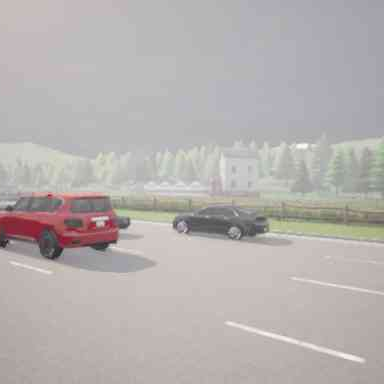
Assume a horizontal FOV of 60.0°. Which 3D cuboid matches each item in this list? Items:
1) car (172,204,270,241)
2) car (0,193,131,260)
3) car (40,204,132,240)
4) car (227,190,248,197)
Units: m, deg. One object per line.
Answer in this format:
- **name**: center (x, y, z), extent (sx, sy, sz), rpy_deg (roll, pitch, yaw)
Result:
- **car**: center (1.260, 1.362, 15.996), extent (4.892, 1.490, 1.837), rpy_deg (1, 1, 36)
- **car**: center (-5.021, 1.029, 11.879), extent (5.566, 2.045, 2.150), rpy_deg (1, 1, 36)
- **car**: center (-5.307, 1.359, 16.385), extent (4.718, 1.301, 1.895), rpy_deg (1, 1, 36)
- **car**: center (10.421, 0.590, 75.843), extent (4.605, 1.855, 1.932), rpy_deg (1, 1, 35)
